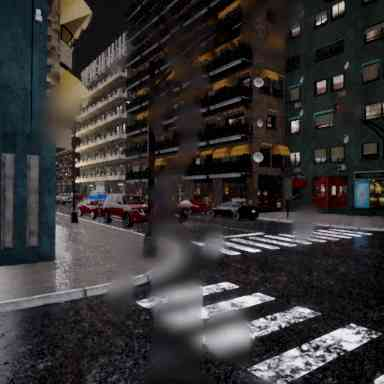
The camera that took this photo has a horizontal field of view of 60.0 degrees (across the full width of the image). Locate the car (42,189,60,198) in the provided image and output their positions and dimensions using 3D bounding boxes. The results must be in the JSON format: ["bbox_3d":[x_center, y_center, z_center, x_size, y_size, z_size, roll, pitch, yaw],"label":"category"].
[{"bbox_3d":[-29.681,0.301,69.926,2.192,1.841,5.009,2,0,-36],"label":"car"}]

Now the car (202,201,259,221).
[{"bbox_3d":[3.070,1.354,24.871,1.947,1.339,4.313,2,0,-36],"label":"car"}]

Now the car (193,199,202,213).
[{"bbox_3d":[-0.206,1.289,29.376,1.802,1.307,4.206,2,0,-36],"label":"car"}]

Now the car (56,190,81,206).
[{"bbox_3d":[-14.936,0.905,39.807,2.128,1.511,4.902,1,1,-36],"label":"car"}]

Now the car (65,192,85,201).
[{"bbox_3d":[-19.860,0.770,56.409,1.887,1.381,4.507,2,0,-36],"label":"car"}]

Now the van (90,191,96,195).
[{"bbox_3d":[-13.304,0.727,47.399,1.690,1.788,3.998,2,0,-36],"label":"van"}]

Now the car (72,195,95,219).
[{"bbox_3d":[-7.006,1.183,24.480,1.887,1.381,4.507,2,0,-36],"label":"car"}]

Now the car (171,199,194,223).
[{"bbox_3d":[-2.051,1.294,22.049,1.994,1.385,4.181,1,1,-36],"label":"car"}]

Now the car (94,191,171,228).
[{"bbox_3d":[-3.724,1.034,19.975,2.192,1.841,5.009,2,0,-36],"label":"car"}]
